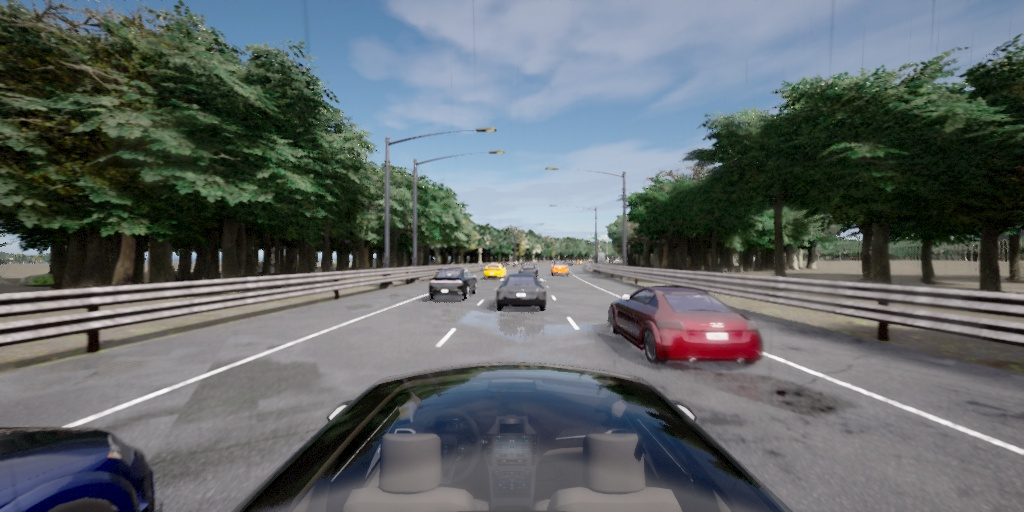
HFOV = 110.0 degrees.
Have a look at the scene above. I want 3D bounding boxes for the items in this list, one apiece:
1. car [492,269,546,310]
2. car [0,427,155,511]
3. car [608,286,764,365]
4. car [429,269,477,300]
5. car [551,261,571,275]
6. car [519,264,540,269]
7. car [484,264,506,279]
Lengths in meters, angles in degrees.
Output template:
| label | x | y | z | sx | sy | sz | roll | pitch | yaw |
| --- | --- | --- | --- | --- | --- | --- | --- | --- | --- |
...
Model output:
| label | x | y | z | sx | sy | sz | roll | pitch | yaw |
| --- | --- | --- | --- | --- | --- | --- | --- | --- | --- |
| car | 0.417 | 1.444 | 15.394 | 1.994 | 1.385 | 4.181 | 0 | -1 | 2 |
| car | -3.363 | 1.302 | 0.611 | 1.994 | 1.385 | 4.181 | 0 | -1 | 0 |
| car | 3.592 | 1.378 | 8.215 | 1.994 | 1.385 | 4.181 | 0 | -1 | 1 |
| car | -2.955 | 1.401 | 18.717 | 2.128 | 1.511 | 4.902 | 0 | -1 | 2 |
| car | 6.163 | 1.523 | 46.325 | 2.097 | 1.767 | 4.553 | 0 | 0 | 7 |
| car | 1.731 | 1.569 | 36.228 | 2.128 | 1.511 | 4.902 | 0 | -1 | 5 |
| car | -1.710 | 1.561 | 37.087 | 1.882 | 1.535 | 5.008 | 0 | -1 | 5 |
